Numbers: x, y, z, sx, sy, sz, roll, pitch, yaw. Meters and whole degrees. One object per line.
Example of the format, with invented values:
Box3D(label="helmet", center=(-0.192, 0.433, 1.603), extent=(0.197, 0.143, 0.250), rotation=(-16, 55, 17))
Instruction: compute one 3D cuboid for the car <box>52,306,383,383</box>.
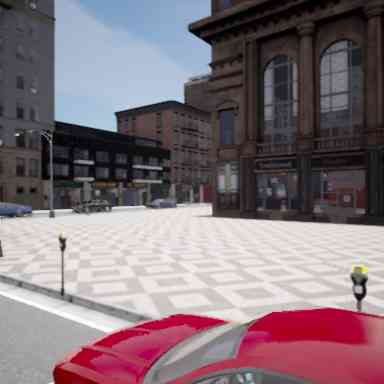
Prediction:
Box3D(label="car", center=(0.825, 1.548, 2.258), extent=(4.507, 1.381, 1.887), rotation=(0, 0, 35))

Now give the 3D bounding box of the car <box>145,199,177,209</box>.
Box3D(label="car", center=(-4.425, 1.697, 48.500), extent=(2.033, 1.411, 5.357), rotation=(0, 0, 37))

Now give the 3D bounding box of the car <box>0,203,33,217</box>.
Box3D(label="car", center=(-17.602, 1.683, 30.607), extent=(2.033, 1.411, 5.357), rotation=(0, 0, 36))

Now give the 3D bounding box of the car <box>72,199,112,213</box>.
Box3D(label="car", center=(-11.572, 1.646, 38.802), extent=(1.837, 1.490, 4.892), rotation=(0, 0, 37))
